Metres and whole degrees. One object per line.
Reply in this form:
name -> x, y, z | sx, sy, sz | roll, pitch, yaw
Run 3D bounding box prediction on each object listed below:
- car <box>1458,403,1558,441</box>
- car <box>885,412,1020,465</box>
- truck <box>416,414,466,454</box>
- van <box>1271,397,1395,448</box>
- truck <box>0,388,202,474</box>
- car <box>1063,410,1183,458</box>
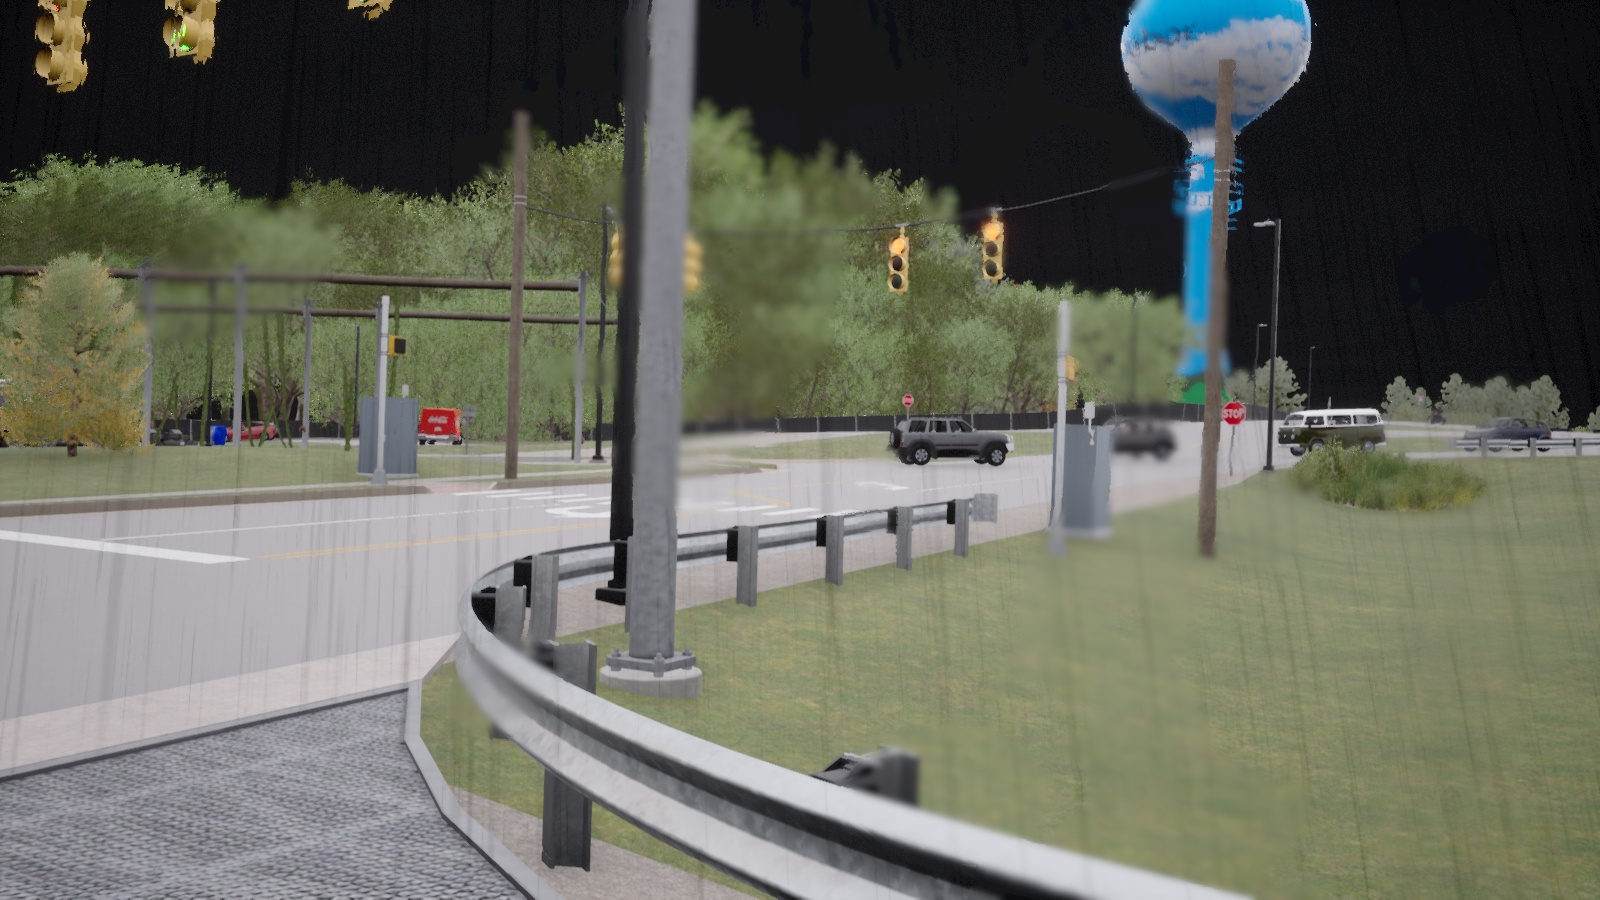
car -> 31.805, -1.236, 56.418 | 3.705, 1.549, 1.789 | -2, 1, -15
car -> 5.641, -0.450, 46.716 | 4.605, 1.855, 1.932 | -1, 1, -10
truck -> -23.937, -1.093, 83.934 | 2.627, 2.467, 5.204 | 1, 1, -10
van -> 23.231, -1.171, 54.789 | 4.480, 2.038, 2.069 | -2, 0, -8
truck -> -29.930, -0.771, 53.087 | 7.936, 3.462, 2.891 | -1, 0, 3
car -> 13.534, -0.705, 52.647 | 4.605, 1.855, 1.932 | -1, 3, -22
